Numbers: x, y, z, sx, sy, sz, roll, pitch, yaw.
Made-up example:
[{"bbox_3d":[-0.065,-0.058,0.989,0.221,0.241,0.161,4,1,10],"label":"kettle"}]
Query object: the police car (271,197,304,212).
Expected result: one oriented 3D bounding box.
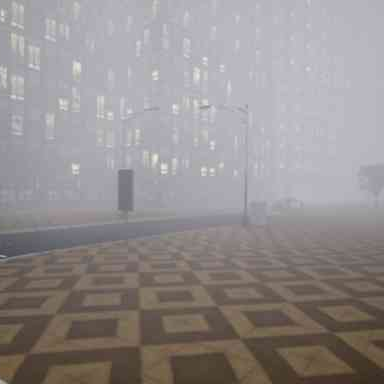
[{"bbox_3d":[10.717,1.397,37.503,2.038,1.542,4.974,1,1,44],"label":"police car"}]
